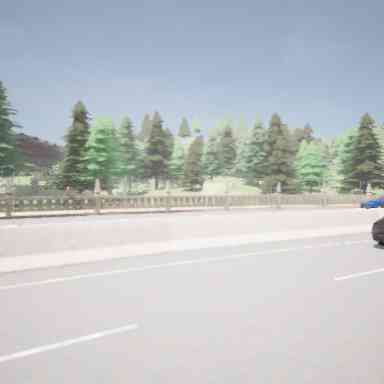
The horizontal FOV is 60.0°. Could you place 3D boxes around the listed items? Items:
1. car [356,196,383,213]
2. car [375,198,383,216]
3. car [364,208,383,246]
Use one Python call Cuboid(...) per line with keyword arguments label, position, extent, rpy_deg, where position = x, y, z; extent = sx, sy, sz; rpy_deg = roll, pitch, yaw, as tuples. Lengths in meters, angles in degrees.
Cuboid(label="car", position=(18.477, 1.178, 31.893), extent=(5.008, 1.535, 1.882), rpy_deg=(0, 1, -17))
Cuboid(label="car", position=(18.161, 1.251, 28.115), extent=(4.892, 1.490, 1.837), rpy_deg=(1, 0, -18))
Cuboid(label="car", position=(9.151, 1.389, 12.941), extent=(4.892, 1.490, 1.837), rpy_deg=(0, 0, -27))
